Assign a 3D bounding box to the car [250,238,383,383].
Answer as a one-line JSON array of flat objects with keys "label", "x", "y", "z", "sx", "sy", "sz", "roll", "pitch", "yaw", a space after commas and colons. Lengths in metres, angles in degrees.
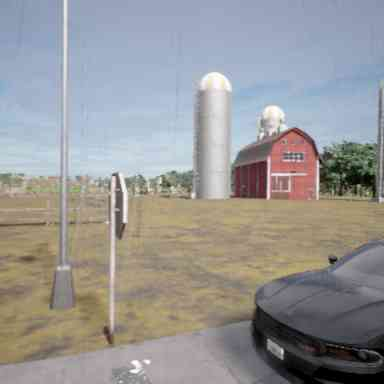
[{"label": "car", "x": 3.153, "y": 1.396, "z": 4.537, "sx": 5.008, "sy": 1.535, "sz": 1.882, "roll": 0, "pitch": 2, "yaw": -25}]
